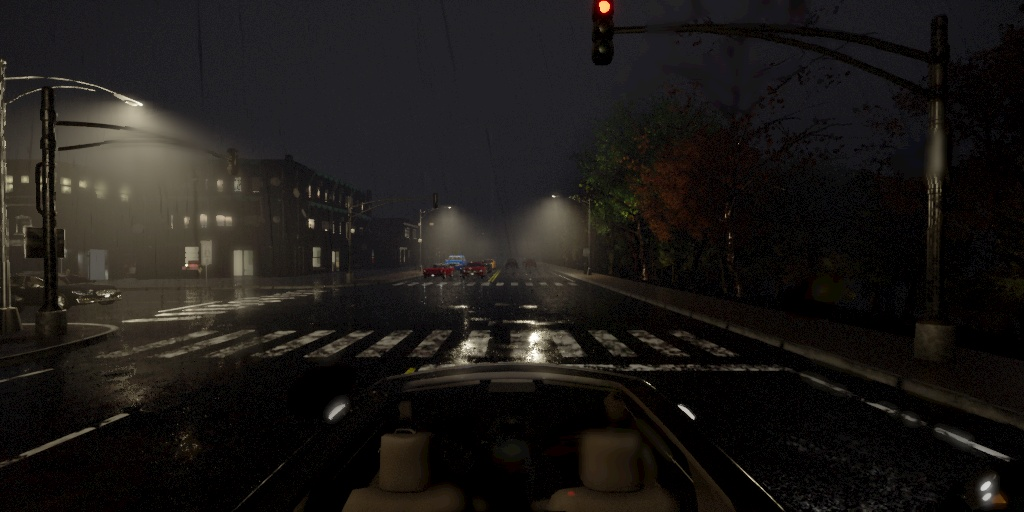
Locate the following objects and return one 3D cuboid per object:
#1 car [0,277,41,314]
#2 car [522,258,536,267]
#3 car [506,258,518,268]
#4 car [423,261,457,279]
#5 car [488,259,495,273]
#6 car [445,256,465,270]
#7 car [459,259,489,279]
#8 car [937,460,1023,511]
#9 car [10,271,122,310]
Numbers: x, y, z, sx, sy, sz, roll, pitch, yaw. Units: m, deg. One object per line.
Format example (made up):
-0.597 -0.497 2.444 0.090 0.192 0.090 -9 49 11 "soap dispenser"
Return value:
-19.970 1.565 12.517 4.313 1.339 1.948 0 0 0 "car"
3.220 1.204 63.208 1.882 1.535 5.008 0 0 0 "car"
-0.026 1.205 60.700 1.882 1.535 5.008 0 -1 0 "car"
-6.659 1.341 32.753 1.895 1.301 4.718 0 0 2 "car"
-3.419 1.240 43.148 1.837 1.490 4.892 0 0 0 "car"
-6.672 0.957 42.765 2.150 2.045 5.566 0 0 0 "car"
-3.407 1.266 32.972 1.812 1.442 4.674 0 0 0 "car"
3.355 1.314 0.201 1.994 1.385 4.181 0 0 0 "car"
-19.619 1.472 15.223 4.892 1.490 1.837 -1 1 0 "car"
